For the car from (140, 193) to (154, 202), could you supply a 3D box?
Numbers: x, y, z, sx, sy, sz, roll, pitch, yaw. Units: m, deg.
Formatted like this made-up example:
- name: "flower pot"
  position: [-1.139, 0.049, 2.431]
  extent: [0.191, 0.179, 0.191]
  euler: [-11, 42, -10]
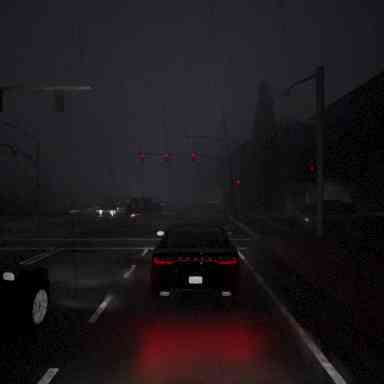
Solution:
- name: "car"
  position: [-9.873, 1.200, 73.904]
  extent: [2.150, 2.045, 5.566]
  euler: [0, 0, 2]

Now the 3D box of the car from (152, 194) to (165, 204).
- name: "car"
  position: [-6.605, 1.352, 66.373]
  extent: [2.097, 1.767, 4.553]
  euler: [0, 0, 2]

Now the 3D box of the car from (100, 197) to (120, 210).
- name: "car"
  position: [-10.705, 1.505, 44.077]
  extent: [1.837, 1.490, 4.892]
  euler: [0, 0, 1]

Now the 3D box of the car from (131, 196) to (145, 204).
- name: "car"
  position: [-10.211, 1.526, 63.223]
  extent: [1.812, 1.442, 4.674]
  euler: [0, 0, 2]

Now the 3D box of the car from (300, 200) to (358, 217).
- name: "car"
  position: [12.661, 1.478, 30.894]
  extent: [5.008, 1.535, 1.882]
  euler: [0, 0, 0]

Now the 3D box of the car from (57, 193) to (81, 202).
- name: "car"
  position: [-24.903, 1.156, 66.608]
  extent: [3.866, 1.878, 1.905]
  euler: [0, 0, 0]

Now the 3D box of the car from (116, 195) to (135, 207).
- name: "car"
  position: [-10.513, 1.352, 53.077]
  extent: [2.097, 1.767, 4.553]
  euler: [0, 0, 2]

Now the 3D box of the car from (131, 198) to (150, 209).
- name: "car"
  position: [-7.157, 1.601, 46.712]
  extent: [1.895, 1.301, 4.718]
  euler: [0, 0, 1]

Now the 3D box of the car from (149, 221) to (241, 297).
- name: "car"
  position: [0.070, 1.478, 8.635]
  extent: [1.882, 1.535, 5.008]
  euler: [0, 0, 0]

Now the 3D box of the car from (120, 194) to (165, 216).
- name: "car"
  position: [-4.622, 1.352, 32.643]
  extent: [2.097, 1.767, 4.553]
  euler: [0, 0, 22]

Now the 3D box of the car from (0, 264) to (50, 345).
- name: "car"
  position: [-3.440, 1.478, 3.903]
  extent: [1.882, 1.535, 5.008]
  euler: [0, 0, 0]

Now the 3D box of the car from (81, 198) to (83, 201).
- name: "car"
  position: [-24.888, 1.395, 69.503]
  extent: [3.806, 1.475, 1.970]
  euler: [0, 0, 0]

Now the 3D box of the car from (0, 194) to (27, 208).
- name: "car"
  position: [-24.946, 1.153, 44.090]
  extent: [4.605, 1.855, 1.932]
  euler: [0, 0, 0]

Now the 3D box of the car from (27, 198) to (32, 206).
- name: "car"
  position: [-24.888, 1.156, 46.985]
  extent: [3.866, 1.878, 1.905]
  euler: [0, 0, 0]
